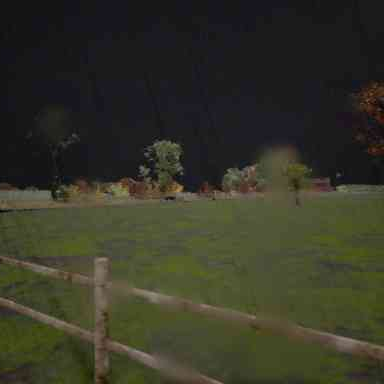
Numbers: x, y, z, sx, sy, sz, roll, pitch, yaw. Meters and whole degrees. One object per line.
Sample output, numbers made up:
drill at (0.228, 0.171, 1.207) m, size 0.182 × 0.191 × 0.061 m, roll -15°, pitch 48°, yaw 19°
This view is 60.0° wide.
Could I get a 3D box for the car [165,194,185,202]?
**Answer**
car at (-3.184, 1.089, 62.212) m, size 1.994 × 1.385 × 4.181 m, roll -1°, pitch 0°, yaw 35°
